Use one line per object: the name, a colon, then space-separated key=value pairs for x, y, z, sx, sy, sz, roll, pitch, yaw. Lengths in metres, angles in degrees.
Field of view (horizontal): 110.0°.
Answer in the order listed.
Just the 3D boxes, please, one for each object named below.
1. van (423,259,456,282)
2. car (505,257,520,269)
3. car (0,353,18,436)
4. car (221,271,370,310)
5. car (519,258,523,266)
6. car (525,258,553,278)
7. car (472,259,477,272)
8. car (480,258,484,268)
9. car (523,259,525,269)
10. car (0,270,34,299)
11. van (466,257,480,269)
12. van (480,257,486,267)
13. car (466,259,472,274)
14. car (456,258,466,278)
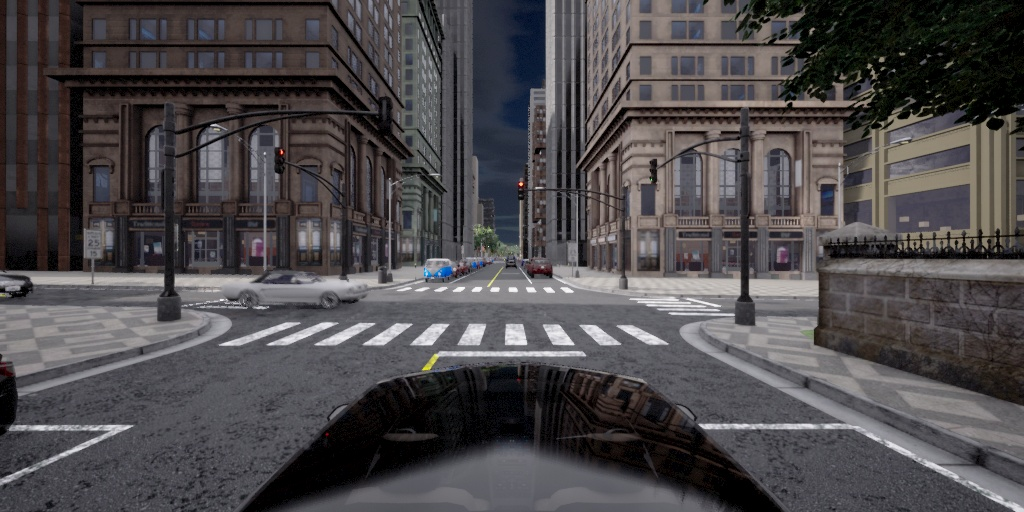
van: x=-5.833 y=1.103 z=28.389 sx=1.690 sy=1.789 sz=3.998 roll=0 pitch=0 yaw=0
car: x=-0.099 y=1.309 z=59.049 sx=1.837 sy=1.490 sz=4.892 roll=0 pitch=0 yaw=1
car: x=-5.762 y=1.316 z=1.732 sx=1.948 sy=1.339 sz=4.313 roll=0 pitch=0 yaw=0
car: x=-8.042 y=1.252 z=13.691 sx=4.718 sy=1.301 sz=1.895 roll=1 pitch=0 yaw=0
car: x=2.621 y=1.349 z=55.623 sx=2.007 sy=1.370 sz=4.403 roll=0 pitch=0 yaw=0
car: x=2.678 y=1.083 z=33.860 sx=2.192 sy=1.841 sz=5.009 roll=0 pitch=0 yaw=0
car: x=-5.876 y=1.349 z=44.711 sx=1.948 sy=1.339 sz=4.313 roll=0 pitch=0 yaw=0
car: x=-5.904 y=1.344 z=55.594 sx=1.888 sy=1.381 sz=4.507 roll=0 pitch=0 yaw=0
car: x=2.664 y=1.090 z=39.301 sx=2.192 sy=1.841 sz=5.009 roll=0 pitch=0 yaw=0
car: x=-21.356 y=0.937 z=13.592 sx=4.902 sy=1.511 sz=2.128 roll=1 pitch=0 yaw=0
van: x=-5.890 y=1.132 z=50.153 sx=1.690 sy=1.789 sz=3.998 roll=0 pitch=0 yaw=0
van: x=-5.919 y=1.148 z=61.035 sx=1.690 sy=1.789 sz=3.998 roll=0 pitch=0 yaw=0
car: x=-5.861 y=1.320 z=39.270 sx=1.888 sy=1.381 sz=4.507 roll=0 pitch=0 yaw=0
car: x=-5.847 y=1.208 z=33.829 sx=1.967 sy=1.591 sz=4.097 roll=0 pitch=0 yaw=0
